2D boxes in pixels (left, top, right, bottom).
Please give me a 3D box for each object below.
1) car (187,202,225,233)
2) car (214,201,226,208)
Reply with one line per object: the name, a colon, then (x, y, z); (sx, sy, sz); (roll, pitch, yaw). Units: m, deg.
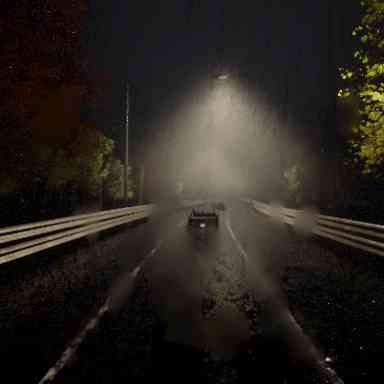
car: (0.774, 1.650, 20.890); (2.128, 1.511, 4.902); (0, 0, 4)
car: (3.793, 1.969, 48.448); (1.994, 1.385, 4.181); (0, 0, 9)
